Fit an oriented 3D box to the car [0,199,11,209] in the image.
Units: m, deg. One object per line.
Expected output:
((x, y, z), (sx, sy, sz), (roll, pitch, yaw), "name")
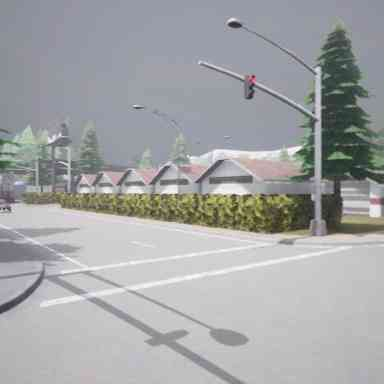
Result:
((-20.513, 1.343, 35.338), (1.812, 1.442, 4.674), (0, 0, -38), "car")
